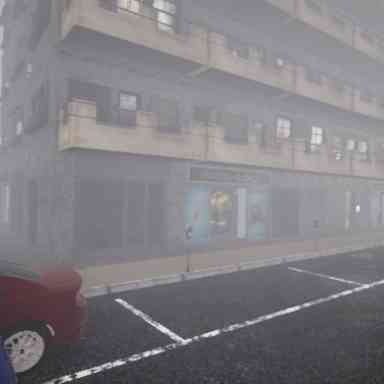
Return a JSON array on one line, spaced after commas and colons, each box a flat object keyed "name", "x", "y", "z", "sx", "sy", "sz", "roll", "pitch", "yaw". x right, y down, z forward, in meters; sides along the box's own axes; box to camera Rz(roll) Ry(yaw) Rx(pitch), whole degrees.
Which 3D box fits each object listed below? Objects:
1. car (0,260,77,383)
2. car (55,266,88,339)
[{"name": "car", "x": -3.056, "y": 1.334, "z": 1.194, "sx": 4.553, "sy": 1.767, "sz": 2.097, "roll": 1, "pitch": 0, "yaw": -36}, {"name": "car", "x": -3.596, "y": 1.538, "z": 3.978, "sx": 4.507, "sy": 1.381, "sz": 1.887, "roll": 1, "pitch": 1, "yaw": -36}]
